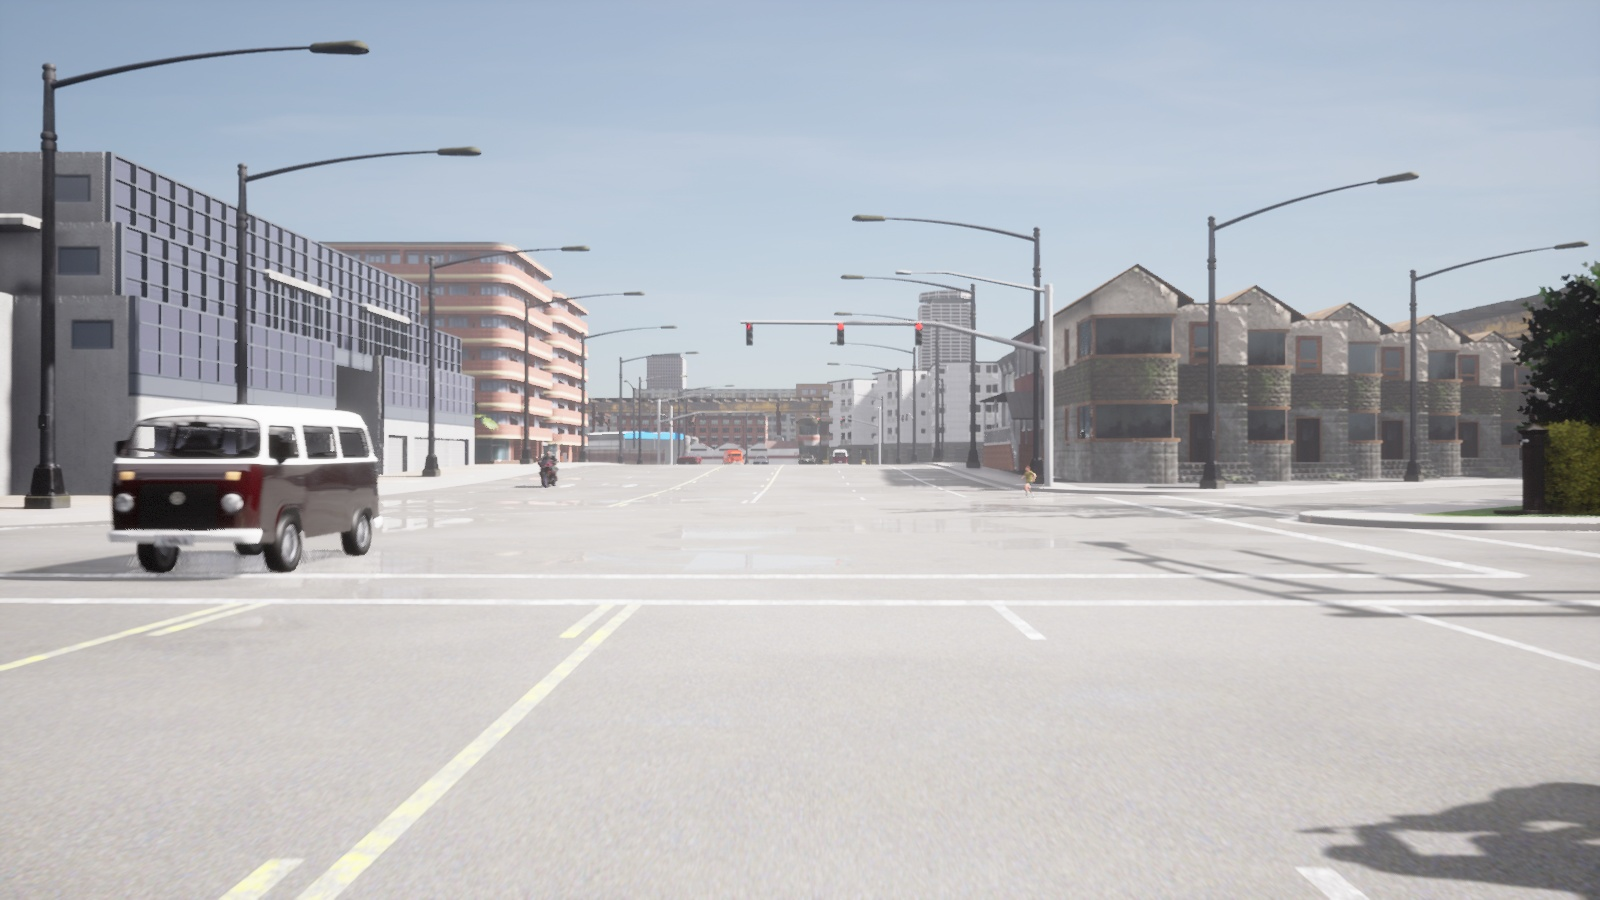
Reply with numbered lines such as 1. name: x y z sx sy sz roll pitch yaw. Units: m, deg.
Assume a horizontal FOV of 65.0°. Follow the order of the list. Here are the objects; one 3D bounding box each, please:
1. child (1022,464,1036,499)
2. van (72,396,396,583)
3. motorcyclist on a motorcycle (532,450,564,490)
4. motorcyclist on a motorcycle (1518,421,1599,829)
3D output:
1. child: 7.296 0.989 40.012 0.394 1.110 0.255 0 0 -26
2. van: -6.892 0.435 15.937 2.069 2.038 4.480 0 0 0
3. motorcyclist on a motorcycle: -10.192 0.788 50.854 0.866 1.530 2.191 0 1 0
4. motorcyclist on a motorcycle: 3.542 0.682 4.533 0.866 1.590 1.817 0 0 0
